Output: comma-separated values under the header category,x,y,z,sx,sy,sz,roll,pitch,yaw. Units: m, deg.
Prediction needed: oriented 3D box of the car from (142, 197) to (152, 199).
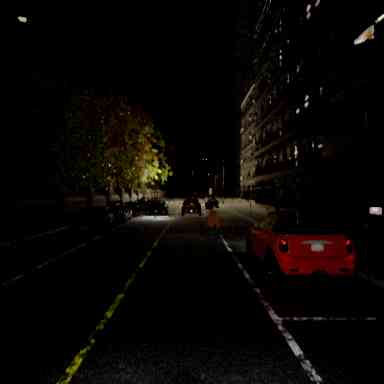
category,x,y,z,sx,sy,sz,roll,pitch,yaw
car,-5.826,1.467,36.162,1.752,1.417,4.829,0,0,0

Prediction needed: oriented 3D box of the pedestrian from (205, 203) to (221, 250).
category,x,y,z,sx,sy,sz,roll,pitch,yaw
pedestrian,0.787,1.270,12.616,0.375,1.860,0.375,0,0,-5

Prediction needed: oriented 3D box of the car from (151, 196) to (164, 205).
category,x,y,z,sx,sy,sz,roll,pitch,yaw
car,-6.040,1.459,58.487,1.887,1.381,4.507,0,0,0

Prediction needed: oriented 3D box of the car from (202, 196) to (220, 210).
category,x,y,z,sx,sy,sz,roll,pitch,yaw
car,2.532,1.485,41.906,2.008,1.369,4.403,0,0,0

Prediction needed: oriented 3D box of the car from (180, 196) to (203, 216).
category,x,y,z,sx,sy,sz,roll,pitch,yaw
car,-0.049,1.452,32.360,1.837,1.490,4.892,0,0,0

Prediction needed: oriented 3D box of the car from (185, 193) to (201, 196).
category,x,y,z,sx,sy,sz,roll,pitch,yaw
car,-0.115,1.150,47.066,2.150,2.045,5.566,0,0,1

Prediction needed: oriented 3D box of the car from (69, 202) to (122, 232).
category,x,y,z,sx,sy,sz,roll,pitch,yaw
car,-5.763,1.531,19.717,1.947,1.339,4.313,0,0,0

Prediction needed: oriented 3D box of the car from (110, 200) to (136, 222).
category,x,y,z,sx,sy,sz,roll,pitch,yaw
car,-5.784,1.397,25.255,1.967,1.590,4.097,0,0,0

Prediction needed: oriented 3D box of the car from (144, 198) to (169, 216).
category,x,y,z,sx,sy,sz,roll,pitch,yaw
car,-3.218,1.511,31.547,1.994,1.385,4.181,0,0,0

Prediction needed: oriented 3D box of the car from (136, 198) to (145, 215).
category,x,y,z,sx,sy,sz,roll,pitch,yaw
car,-5.805,1.531,30.794,1.802,1.307,4.206,0,0,0

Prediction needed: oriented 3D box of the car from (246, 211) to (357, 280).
category,x,y,z,sx,sy,sz,roll,pitch,yaw
car,2.961,1.333,10.003,2.097,1.767,4.553,0,0,0
